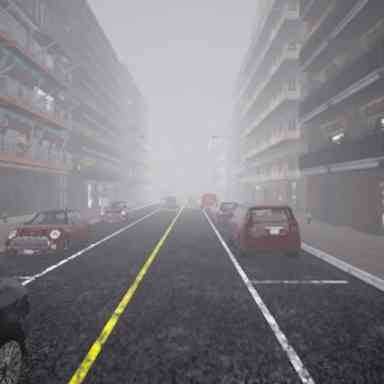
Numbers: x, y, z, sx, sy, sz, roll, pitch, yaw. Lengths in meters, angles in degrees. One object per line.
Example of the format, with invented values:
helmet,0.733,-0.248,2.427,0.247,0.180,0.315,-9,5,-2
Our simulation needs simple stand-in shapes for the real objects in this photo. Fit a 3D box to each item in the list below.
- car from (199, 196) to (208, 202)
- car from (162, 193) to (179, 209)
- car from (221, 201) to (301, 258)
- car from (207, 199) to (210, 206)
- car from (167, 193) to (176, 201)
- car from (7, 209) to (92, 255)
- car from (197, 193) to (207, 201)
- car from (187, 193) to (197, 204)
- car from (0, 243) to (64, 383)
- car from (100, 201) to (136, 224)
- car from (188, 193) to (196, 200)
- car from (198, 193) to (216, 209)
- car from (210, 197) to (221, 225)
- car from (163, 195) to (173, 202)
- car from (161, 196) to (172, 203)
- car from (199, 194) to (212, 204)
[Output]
car,2.566,1.533,74.925,1.802,1.307,4.206,-1,0,0
car,-2.825,1.317,45.513,2.097,1.767,4.553,0,0,0
car,2.544,1.304,12.618,2.192,1.841,5.009,-1,0,0
car,2.560,1.559,29.611,1.802,1.307,4.206,-1,0,0
car,-5.316,1.262,86.319,2.192,1.841,5.009,-1,0,0
car,-5.324,1.429,12.853,1.967,1.590,4.097,-1,0,0
car,2.564,1.261,86.254,2.192,1.841,5.009,-1,0,0
car,0.009,1.503,63.811,2.033,1.411,5.357,0,0,0
car,-2.851,1.490,2.105,2.128,1.511,4.902,0,0,0
car,-5.323,1.421,24.156,1.967,1.590,4.097,-1,0,0
car,0.012,1.153,83.750,2.097,1.767,4.553,0,0,0
car,2.275,1.195,45.291,2.150,2.045,5.566,0,0,0
car,2.562,1.420,23.946,1.967,1.590,4.097,-1,0,0
car,-5.315,1.496,75.017,1.887,1.381,4.507,-1,0,0
car,-5.315,1.498,69.365,1.887,1.381,4.507,-1,0,0
car,2.561,1.271,63.596,2.192,1.841,5.009,-1,0,0
